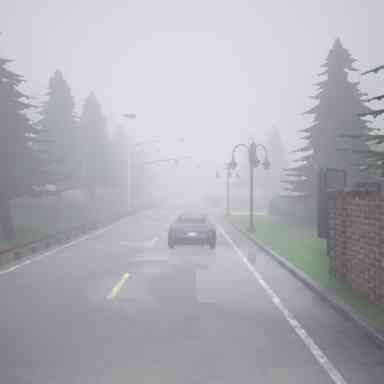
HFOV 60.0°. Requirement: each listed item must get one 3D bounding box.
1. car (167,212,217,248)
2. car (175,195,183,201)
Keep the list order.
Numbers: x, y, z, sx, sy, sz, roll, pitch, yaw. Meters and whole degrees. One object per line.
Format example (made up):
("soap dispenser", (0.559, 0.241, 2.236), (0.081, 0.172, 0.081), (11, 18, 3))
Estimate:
("car", (0.000, 1.569, 14.650), (1.994, 1.385, 4.181), (0, 0, 0))
("car", (-3.500, 1.494, 88.936), (2.128, 1.511, 4.902), (0, 0, 0))
